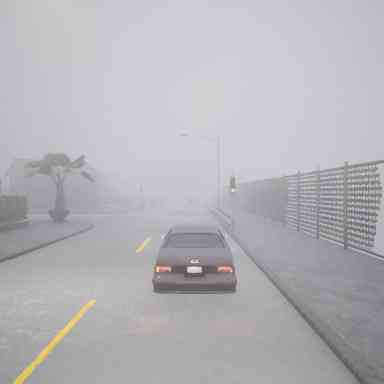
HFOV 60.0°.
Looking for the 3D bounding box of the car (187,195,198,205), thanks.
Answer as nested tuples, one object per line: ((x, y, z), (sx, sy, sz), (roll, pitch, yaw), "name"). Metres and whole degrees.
((0.144, 1.564, 60.673), (1.994, 1.385, 4.181), (0, 0, 0), "car")

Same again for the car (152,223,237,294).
((0.069, 1.547, 8.934), (2.033, 1.411, 5.357), (0, 0, 1), "car")

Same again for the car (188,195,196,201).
((0.059, 1.552, 86.582), (1.994, 1.385, 4.181), (0, 0, 0), "car")
